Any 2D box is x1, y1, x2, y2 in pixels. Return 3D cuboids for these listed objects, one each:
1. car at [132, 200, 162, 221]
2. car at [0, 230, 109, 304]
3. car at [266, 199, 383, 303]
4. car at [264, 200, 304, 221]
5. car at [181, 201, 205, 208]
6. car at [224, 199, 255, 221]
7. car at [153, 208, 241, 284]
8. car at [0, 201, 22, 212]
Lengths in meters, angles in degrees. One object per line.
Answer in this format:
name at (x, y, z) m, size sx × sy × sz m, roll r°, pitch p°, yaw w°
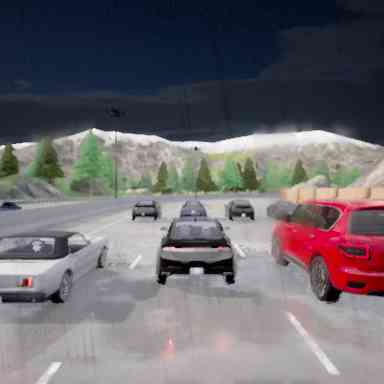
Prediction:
car at (-3.401, 1.330, 25.546) m, size 2.128 × 1.511 × 4.902 m, roll 0°, pitch 0°, yaw 0°
car at (-3.400, 1.550, 7.935) m, size 1.895 × 1.301 × 4.718 m, roll 0°, pitch 0°, yaw 0°
car at (3.599, 1.169, 8.221) m, size 2.150 × 2.045 × 5.566 m, roll 0°, pitch 0°, yaw 0°
car at (7.099, 1.400, 26.032) m, size 1.994 × 1.385 × 4.181 m, roll 0°, pitch 0°, yaw 0°
car at (0.099, 1.399, 26.127) m, size 1.994 × 1.385 × 4.181 m, roll 0°, pitch 0°, yaw 0°
car at (3.600, 1.343, 25.625) m, size 1.837 × 1.490 × 4.892 m, roll 0°, pitch 0°, yaw 0°
car at (0.099, 1.432, 9.404) m, size 2.128 × 1.511 × 4.902 m, roll 0°, pitch 0°, yaw 0°
car at (-14.086, 1.374, 24.017) m, size 1.812 × 1.442 × 4.674 m, roll 0°, pitch 0°, yaw 0°
